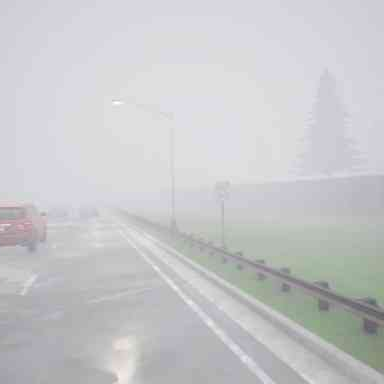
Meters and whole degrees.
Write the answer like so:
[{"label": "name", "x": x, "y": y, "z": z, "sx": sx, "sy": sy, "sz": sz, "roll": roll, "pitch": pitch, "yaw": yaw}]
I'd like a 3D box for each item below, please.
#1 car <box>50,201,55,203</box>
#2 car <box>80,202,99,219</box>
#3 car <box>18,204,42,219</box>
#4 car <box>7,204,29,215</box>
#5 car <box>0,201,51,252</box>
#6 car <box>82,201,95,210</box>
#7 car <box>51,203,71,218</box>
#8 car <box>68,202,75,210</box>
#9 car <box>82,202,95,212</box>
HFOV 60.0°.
[{"label": "car", "x": -27.215, "y": 2.568, "z": 64.151, "sx": 2.097, "sy": 1.767, "sz": 4.553, "roll": -2, "pitch": 0, "yaw": -18}, {"label": "car", "x": -11.240, "y": 2.134, "z": 36.509, "sx": 1.994, "sy": 1.385, "sz": 4.181, "roll": -2, "pitch": 0, "yaw": -18}, {"label": "car", "x": -19.961, "y": 2.328, "z": 41.202, "sx": 1.882, "sy": 1.535, "sz": 5.008, "roll": -2, "pitch": 0, "yaw": -18}, {"label": "car", "x": -26.864, "y": 2.665, "z": 51.440, "sx": 2.033, "sy": 1.411, "sz": 5.357, "roll": -2, "pitch": 0, "yaw": -18}, {"label": "car", "x": -8.100, "y": 1.559, "z": 15.268, "sx": 2.150, "sy": 2.045, "sz": 5.566, "roll": -2, "pitch": 0, "yaw": -18}, {"label": "car", "x": -19.305, "y": 2.458, "z": 62.021, "sx": 2.128, "sy": 1.511, "sz": 4.902, "roll": -2, "pitch": 0, "yaw": -18}, {"label": "car", "x": -15.079, "y": 2.250, "z": 37.378, "sx": 1.994, "sy": 1.385, "sz": 4.181, "roll": -2, "pitch": 0, "yaw": -18}, {"label": "car", "x": -22.237, "y": 2.592, "z": 60.018, "sx": 2.033, "sy": 1.411, "sz": 5.357, "roll": -2, "pitch": 0, "yaw": -18}, {"label": "car", "x": -16.791, "y": 2.353, "z": 54.069, "sx": 1.837, "sy": 1.490, "sz": 4.892, "roll": -2, "pitch": 0, "yaw": -18}]
